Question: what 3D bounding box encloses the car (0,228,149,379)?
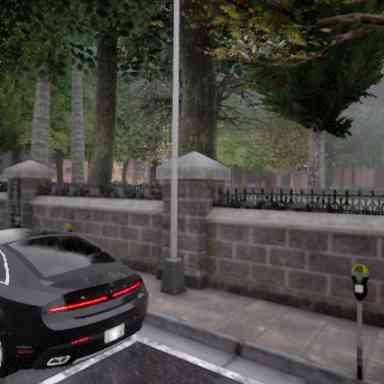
[{"bbox_3d":[-2.880,1.349,5.328,4.892,1.490,1.837,2,1,35],"label":"car"}]
